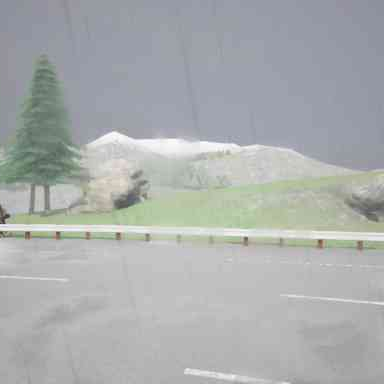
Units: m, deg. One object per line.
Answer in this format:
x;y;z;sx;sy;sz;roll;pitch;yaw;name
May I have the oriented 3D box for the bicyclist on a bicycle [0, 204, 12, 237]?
-9.210;1.437;16.086;0.582;1.620;1.656;1;-5;5;bicyclist on a bicycle
